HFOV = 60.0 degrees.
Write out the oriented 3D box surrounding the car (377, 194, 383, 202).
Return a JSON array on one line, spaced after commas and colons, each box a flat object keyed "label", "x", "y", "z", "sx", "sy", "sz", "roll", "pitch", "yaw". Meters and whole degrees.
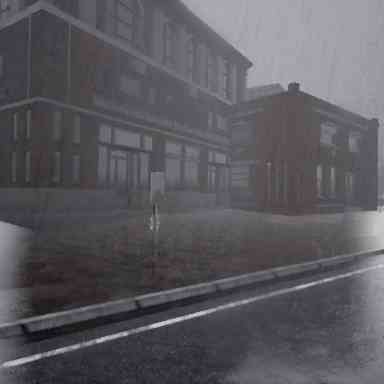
[{"label": "car", "x": 32.931, "y": 1.179, "z": 58.461, "sx": 2.097, "sy": 1.767, "sz": 4.553, "roll": 1, "pitch": 1, "yaw": -12}]
